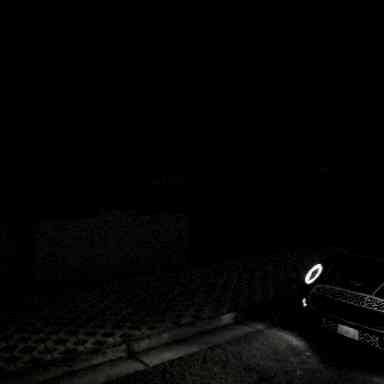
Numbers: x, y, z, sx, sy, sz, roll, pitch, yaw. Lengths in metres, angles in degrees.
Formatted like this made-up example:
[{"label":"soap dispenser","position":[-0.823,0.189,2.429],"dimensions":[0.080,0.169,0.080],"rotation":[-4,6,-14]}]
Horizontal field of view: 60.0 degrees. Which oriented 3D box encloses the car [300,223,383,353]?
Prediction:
[{"label":"car","position":[3.987,1.339,5.910],"dimensions":[4.553,1.767,2.097],"rotation":[0,0,-35]}]
